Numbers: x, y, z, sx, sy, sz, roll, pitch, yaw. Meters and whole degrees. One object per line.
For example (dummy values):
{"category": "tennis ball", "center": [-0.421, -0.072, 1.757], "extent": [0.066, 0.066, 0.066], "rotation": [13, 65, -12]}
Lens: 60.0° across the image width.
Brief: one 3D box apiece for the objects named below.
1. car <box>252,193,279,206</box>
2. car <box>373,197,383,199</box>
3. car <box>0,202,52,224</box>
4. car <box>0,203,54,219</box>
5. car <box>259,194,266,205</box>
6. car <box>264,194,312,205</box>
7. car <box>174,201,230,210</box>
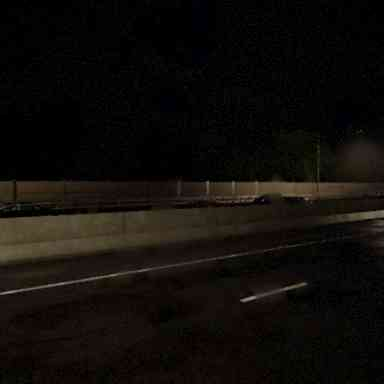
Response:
{"category": "car", "center": [9.366, 0.948, 40.415], "extent": [4.553, 1.767, 2.097], "rotation": [-1, 1, -35]}
{"category": "car", "center": [21.949, 1.062, 36.372], "extent": [4.181, 1.385, 1.994], "rotation": [-1, 0, -35]}
{"category": "car", "center": [-12.925, 1.513, 24.820], "extent": [4.181, 1.385, 1.994], "rotation": [-1, 1, -35]}
{"category": "car", "center": [-11.588, 1.452, 21.485], "extent": [4.902, 1.511, 2.128], "rotation": [-1, 1, -35]}
{"category": "car", "center": [9.820, 1.185, 36.463], "extent": [4.181, 1.385, 1.994], "rotation": [-1, 1, -35]}
{"category": "car", "center": [9.563, 1.162, 32.011], "extent": [4.892, 1.490, 1.837], "rotation": [-1, 1, -35]}
{"category": "car", "center": [0.402, 1.340, 21.318], "extent": [4.892, 1.490, 1.837], "rotation": [-1, 1, -35]}
